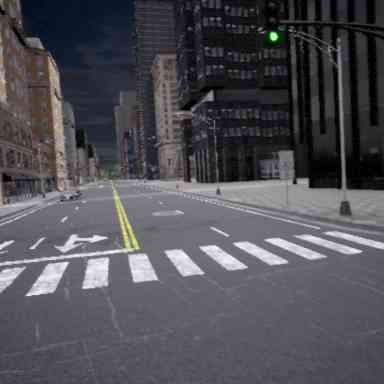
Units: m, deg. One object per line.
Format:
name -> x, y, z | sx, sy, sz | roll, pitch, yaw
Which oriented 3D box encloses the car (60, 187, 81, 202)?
car -> -13.513, 0.185, 37.061 | 2.128, 1.511, 4.902 | -4, 3, -14
